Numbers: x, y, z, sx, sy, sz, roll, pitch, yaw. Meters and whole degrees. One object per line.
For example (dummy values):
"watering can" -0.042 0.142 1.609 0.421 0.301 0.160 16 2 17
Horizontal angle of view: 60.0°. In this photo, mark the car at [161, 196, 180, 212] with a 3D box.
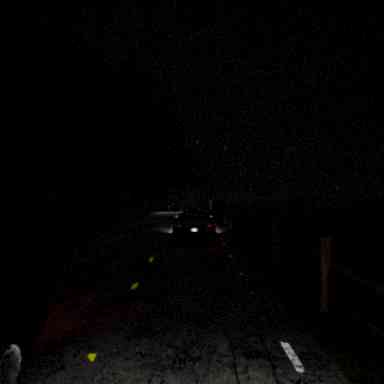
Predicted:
"car" -2.835 1.517 44.417 2.150 2.045 5.566 0 -1 0

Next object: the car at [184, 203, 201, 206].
"car" 0.105 1.800 35.251 1.895 1.301 4.718 0 0 0

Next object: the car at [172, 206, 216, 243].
"car" 0.102 1.623 16.390 1.994 1.385 4.181 0 0 0

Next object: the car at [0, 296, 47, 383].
"car" -2.852 1.600 2.170 1.895 1.301 4.718 0 0 0
